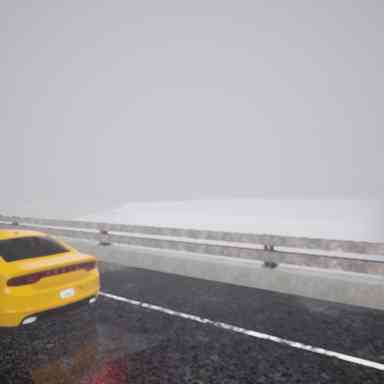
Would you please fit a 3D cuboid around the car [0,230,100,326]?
[{"bbox_3d":[-4.059,1.532,6.919,5.008,1.535,1.882,-1,0,36],"label":"car"}]
